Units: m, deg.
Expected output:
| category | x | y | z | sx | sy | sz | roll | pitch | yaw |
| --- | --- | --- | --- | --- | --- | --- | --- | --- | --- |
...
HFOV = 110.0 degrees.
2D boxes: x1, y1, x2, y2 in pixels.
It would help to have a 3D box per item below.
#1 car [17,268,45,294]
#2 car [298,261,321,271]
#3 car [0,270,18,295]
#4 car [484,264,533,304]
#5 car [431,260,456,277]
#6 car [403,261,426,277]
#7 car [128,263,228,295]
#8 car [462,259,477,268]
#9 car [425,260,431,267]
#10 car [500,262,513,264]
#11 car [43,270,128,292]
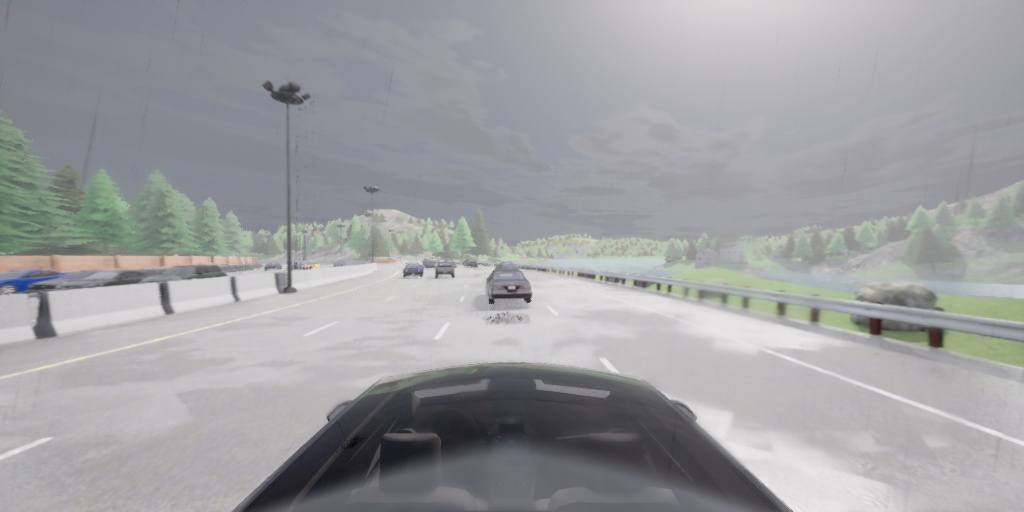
| category | x | y | z | sx | sy | sz | roll | pitch | yaw |
| --- | --- | --- | --- | --- | --- | --- | --- | --- | --- |
| car | -25.938 | 1.575 | 22.160 | 2.033 | 1.411 | 5.357 | -1 | 0 | -7 |
| car | -29.883 | 1.546 | 53.548 | 1.882 | 1.535 | 5.008 | 0 | 0 | -19 |
| car | -29.416 | 1.542 | 21.574 | 1.882 | 1.535 | 5.008 | -1 | 0 | -8 |
| car | -0.263 | 1.300 | 16.594 | 2.033 | 1.411 | 5.357 | -1 | 0 | -6 |
| car | -6.795 | 1.312 | 36.086 | 2.128 | 1.511 | 4.902 | 0 | 0 | -12 |
| car | -10.127 | 1.457 | 36.990 | 1.895 | 1.301 | 4.718 | -1 | 0 | -13 |
| car | -18.745 | 1.301 | 20.731 | 2.097 | 1.767 | 4.553 | -1 | 0 | -7 |
| car | -7.588 | 1.333 | 64.324 | 1.837 | 1.490 | 4.892 | 0 | 0 | -21 |
| car | -14.799 | 1.397 | 63.396 | 2.128 | 1.511 | 4.902 | -1 | 0 | -22 |
| car | -0.655 | 1.318 | 41.223 | 1.994 | 1.385 | 4.181 | -1 | 0 | -13 |
| car | -22.165 | 1.512 | 19.957 | 1.812 | 1.442 | 4.674 | -1 | 0 | -7 |
